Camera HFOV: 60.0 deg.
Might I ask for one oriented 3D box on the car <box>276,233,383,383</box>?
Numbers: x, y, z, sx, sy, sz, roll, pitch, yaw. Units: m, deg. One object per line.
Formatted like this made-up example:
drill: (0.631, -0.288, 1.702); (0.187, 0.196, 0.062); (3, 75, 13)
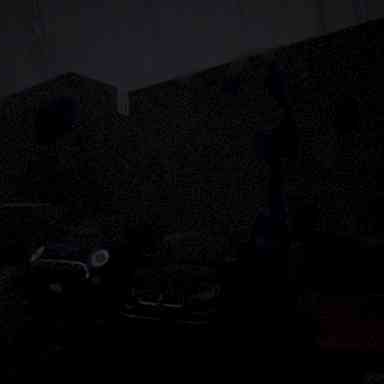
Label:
car: (2.546, 1.526, 5.602); (2.163, 1.488, 4.792); (0, -1, 16)

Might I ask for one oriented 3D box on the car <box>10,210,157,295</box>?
car: (-2.212, 1.431, 9.071); (2.185, 1.767, 4.553); (0, -1, 16)

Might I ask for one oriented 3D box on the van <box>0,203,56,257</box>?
van: (-7.027, 1.391, 12.339); (1.878, 1.987, 4.442); (0, -1, 16)

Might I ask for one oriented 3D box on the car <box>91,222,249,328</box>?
car: (0.167, 1.527, 7.341); (2.231, 1.521, 4.892); (0, -1, 16)
